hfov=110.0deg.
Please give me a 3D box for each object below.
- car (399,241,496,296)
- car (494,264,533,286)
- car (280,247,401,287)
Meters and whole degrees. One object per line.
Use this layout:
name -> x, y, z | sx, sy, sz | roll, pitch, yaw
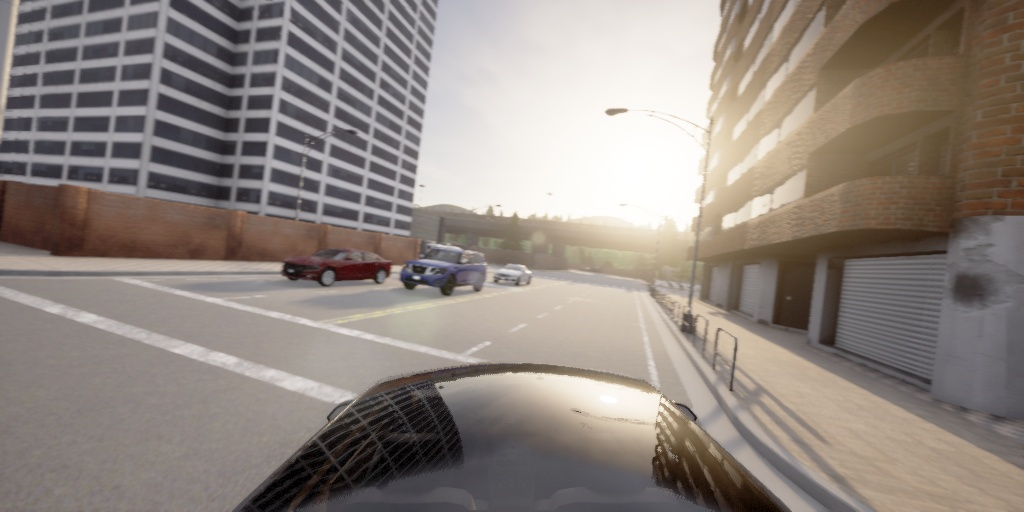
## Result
car -> -3.004, 0.637, 17.231 | 2.150, 2.045, 5.566 | 7, 0, 18
car -> 0.163, 1.353, 26.885 | 1.812, 1.442, 4.674 | 7, 0, 19
car -> -7.277, 0.370, 15.457 | 1.882, 1.535, 5.008 | 7, 0, 18
